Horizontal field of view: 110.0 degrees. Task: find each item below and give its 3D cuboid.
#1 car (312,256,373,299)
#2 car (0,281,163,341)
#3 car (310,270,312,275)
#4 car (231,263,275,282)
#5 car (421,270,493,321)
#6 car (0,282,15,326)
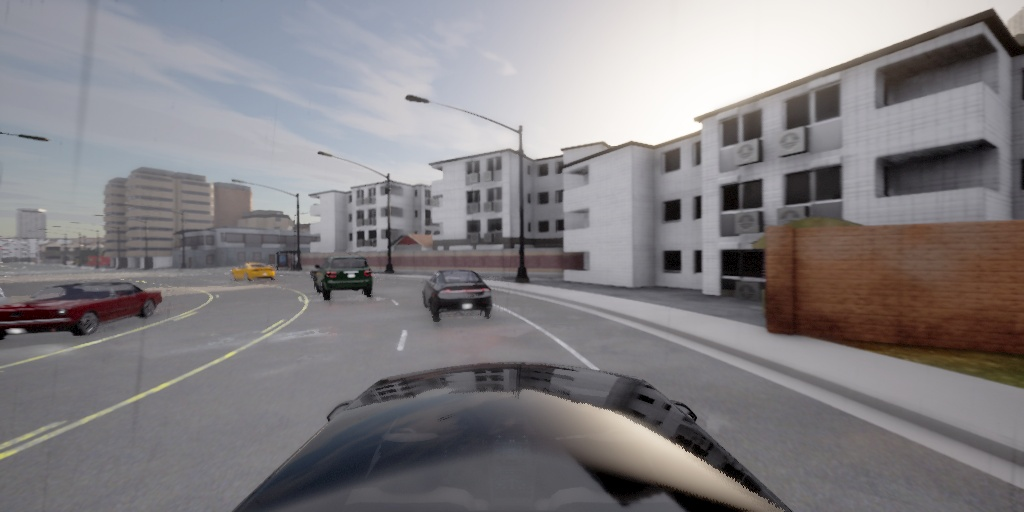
[{"bbox_3d":[-8.865,1.000,18.747,2.150,2.045,5.566,0,0,-33],"label":"car"},{"bbox_3d":[-12.433,1.445,10.386,1.895,1.301,4.718,-1,0,-23],"label":"car"},{"bbox_3d":[-14.783,1.399,29.770,4.718,1.301,1.895,0,0,37],"label":"car"},{"bbox_3d":[-22.217,1.347,30.726,5.008,1.535,1.882,-1,0,35],"label":"car"},{"bbox_3d":[-2.046,1.223,12.576,2.128,1.511,4.902,-1,0,-18],"label":"car"},{"bbox_3d":[-15.623,1.483,8.751,1.895,1.301,4.718,-1,0,-23],"label":"car"}]
